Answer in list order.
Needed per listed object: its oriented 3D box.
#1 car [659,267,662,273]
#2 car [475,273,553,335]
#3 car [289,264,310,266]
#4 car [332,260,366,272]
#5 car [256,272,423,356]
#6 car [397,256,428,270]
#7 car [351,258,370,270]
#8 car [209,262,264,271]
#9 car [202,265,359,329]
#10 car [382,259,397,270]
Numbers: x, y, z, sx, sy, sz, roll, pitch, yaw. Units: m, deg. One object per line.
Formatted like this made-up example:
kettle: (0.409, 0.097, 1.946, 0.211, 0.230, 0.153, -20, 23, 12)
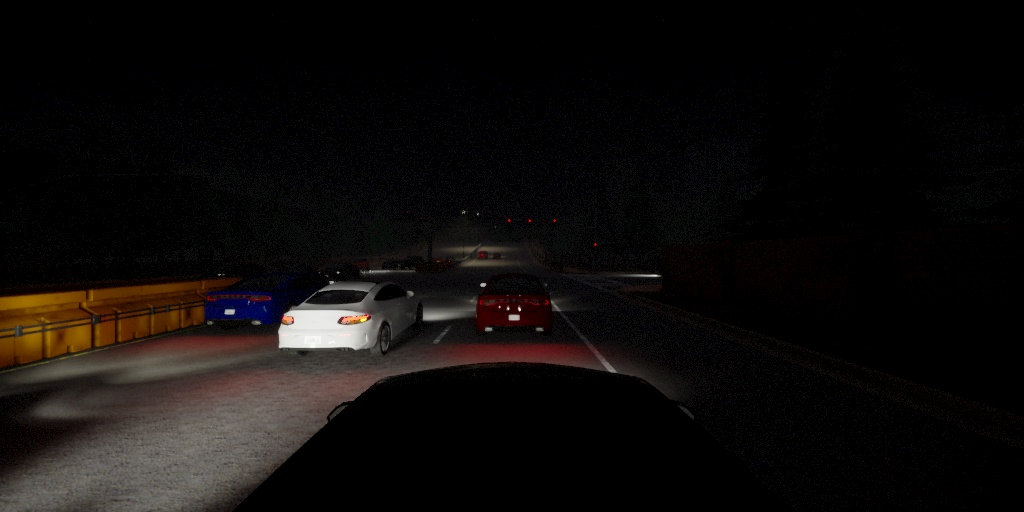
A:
car: (17.273, 1.314, 36.498, 4.181, 1.385, 1.994, 0, 0, 0)
car: (0.056, 1.228, 10.499, 1.882, 1.535, 5.008, 0, 0, 0)
car: (-17.659, 1.314, 29.656, 1.994, 1.385, 4.181, 0, 0, 0)
car: (-14.158, 1.276, 29.726, 1.812, 1.442, 4.674, 0, 0, 0)
car: (-3.449, 1.276, 8.468, 1.812, 1.442, 4.674, 0, 0, -1)
car: (-14.199, 0.972, 51.608, 2.150, 2.045, 5.566, 0, 0, 0)
car: (-21.196, 1.103, 49.024, 2.097, 1.767, 4.553, 0, 0, 0)
car: (-21.154, 1.255, 27.550, 1.837, 1.490, 4.892, 0, 0, 0)
car: (-6.942, 1.228, 11.306, 1.882, 1.535, 5.008, 0, 0, 0)
car: (-17.708, 1.241, 53.097, 2.128, 1.511, 4.902, 0, 0, 0)
